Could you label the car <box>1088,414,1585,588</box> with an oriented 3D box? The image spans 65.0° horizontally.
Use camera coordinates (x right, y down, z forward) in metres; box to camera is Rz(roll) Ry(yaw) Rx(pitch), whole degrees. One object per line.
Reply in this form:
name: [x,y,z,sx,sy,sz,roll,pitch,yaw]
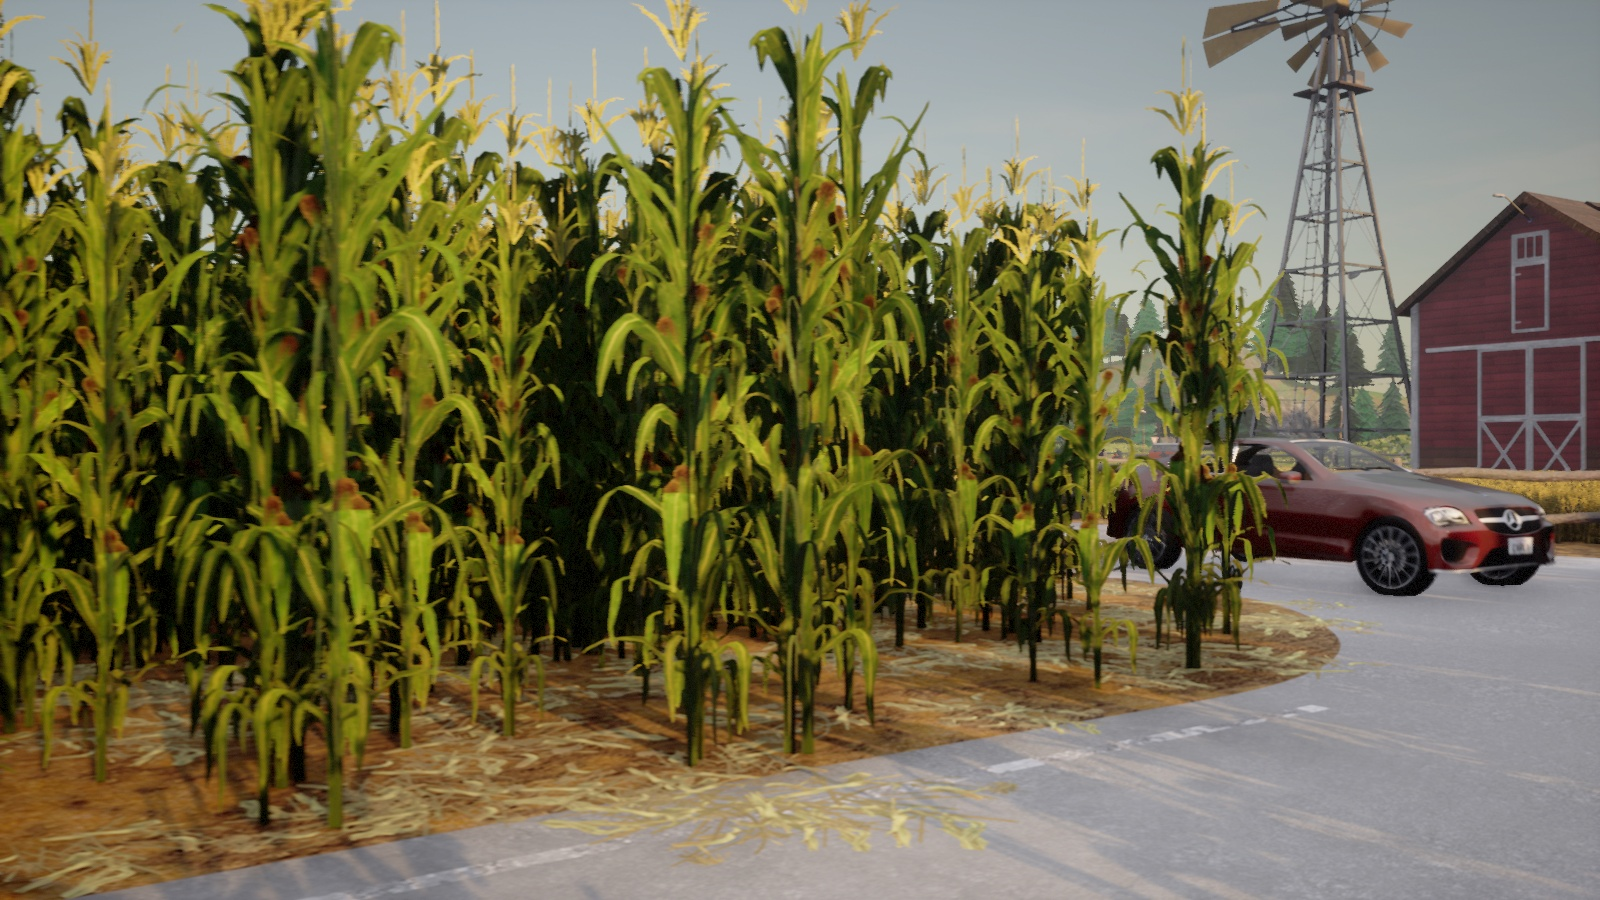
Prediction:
car: [5.935,0.482,14.637,2.152,1.651,5.027,0,0,-31]
